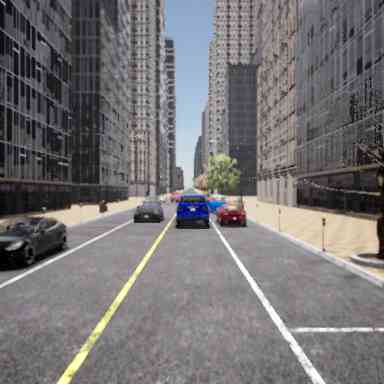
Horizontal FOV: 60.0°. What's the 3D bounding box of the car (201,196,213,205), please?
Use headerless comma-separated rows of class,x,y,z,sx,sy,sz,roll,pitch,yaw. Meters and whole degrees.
car,2.558,1.381,57.033,1.947,1.339,4.313,0,0,0

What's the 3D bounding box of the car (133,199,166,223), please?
car,-3.157,1.498,24.999,1.994,1.385,4.181,0,0,0

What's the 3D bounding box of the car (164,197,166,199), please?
car,-5.835,1.317,62.541,1.752,1.417,4.829,0,0,0

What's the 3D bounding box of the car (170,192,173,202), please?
car,-3.161,0.992,66.667,2.150,2.045,5.566,0,0,0

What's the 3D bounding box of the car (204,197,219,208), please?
car,2.584,1.443,45.639,1.802,1.307,4.206,0,0,0

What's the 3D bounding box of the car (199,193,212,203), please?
car,2.545,1.106,62.729,2.192,1.841,5.009,0,0,0

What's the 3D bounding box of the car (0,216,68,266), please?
car,-5.717,1.539,11.436,1.947,1.339,4.313,0,0,0

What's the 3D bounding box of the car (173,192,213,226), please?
car,0.046,1.162,23.082,2.150,2.045,5.566,0,0,0

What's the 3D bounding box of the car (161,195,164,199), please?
car,-5.809,1.405,51.316,1.947,1.339,4.313,0,0,0

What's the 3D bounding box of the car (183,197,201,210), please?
car,0.003,1.368,41.683,2.128,1.511,4.902,0,0,0

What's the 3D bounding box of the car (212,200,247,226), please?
car,2.638,1.486,22.850,1.887,1.381,4.507,0,0,0

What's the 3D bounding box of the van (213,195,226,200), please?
van,2.612,1.244,34.242,1.690,1.788,3.998,0,0,0

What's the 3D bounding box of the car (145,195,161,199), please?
car,-5.796,1.411,45.620,2.008,1.369,4.403,0,0,0
